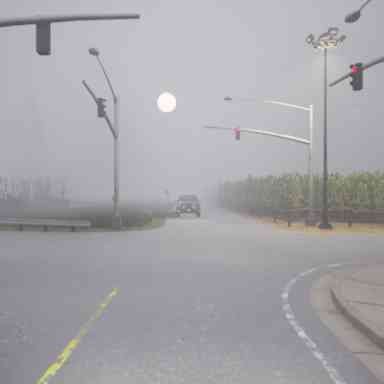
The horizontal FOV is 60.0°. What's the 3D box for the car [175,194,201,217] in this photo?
[{"bbox_3d":[-0.400,1.251,31.839,2.150,2.045,5.566,0,0,-3],"label":"car"}]
